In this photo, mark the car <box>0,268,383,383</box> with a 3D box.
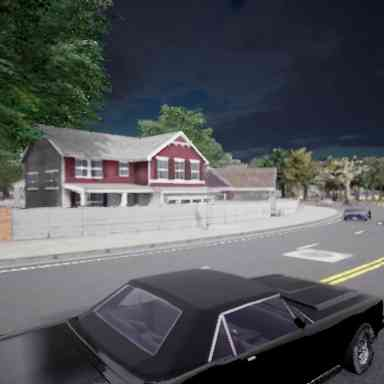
[{"bbox_3d":[0.379,1.627,3.905,4.718,1.301,1.895,0,0,-37],"label":"car"}]

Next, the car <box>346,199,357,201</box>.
[{"bbox_3d":[30.223,2.039,63.169,1.994,1.385,4.181,0,-1,6],"label":"car"}]

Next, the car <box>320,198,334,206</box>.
[{"bbox_3d":[27.314,2.021,67.514,1.812,1.442,4.674,0,-1,6],"label":"car"}]

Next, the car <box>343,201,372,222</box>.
[{"bbox_3d":[14.539,1.774,28.991,2.033,1.411,5.357,0,-1,33],"label":"car"}]
